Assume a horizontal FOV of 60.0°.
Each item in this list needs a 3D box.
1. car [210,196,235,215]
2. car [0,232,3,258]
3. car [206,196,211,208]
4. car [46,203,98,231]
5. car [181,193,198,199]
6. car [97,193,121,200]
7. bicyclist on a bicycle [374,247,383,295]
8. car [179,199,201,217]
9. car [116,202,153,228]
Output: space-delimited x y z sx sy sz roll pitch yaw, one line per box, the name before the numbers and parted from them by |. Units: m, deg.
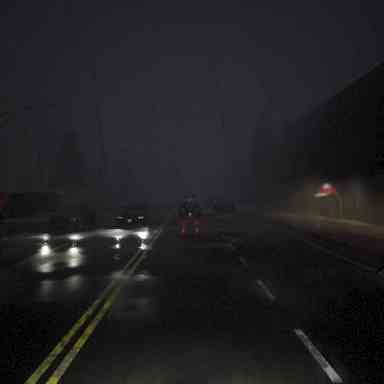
car | 3.229 1.453 33.869 1.882 1.535 5.008 0 0 0
car | -7.173 1.345 8.876 2.097 1.767 4.553 0 0 -1
car | 3.079 1.317 47.291 2.097 1.767 4.553 0 0 0
car | -7.287 1.463 20.589 1.882 1.535 5.008 0 0 0
car | -0.347 1.189 44.445 2.150 2.045 5.566 0 0 0
car | -22.376 1.088 89.537 4.605 1.855 1.932 0 0 -1
bicyclist on a bicycle | 4.681 1.421 7.079 1.656 1.620 0.582 0 0 -1
car | -0.197 1.578 30.362 1.895 1.301 4.718 0 0 -1
car | -3.740 1.491 22.292 1.837 1.490 4.892 0 -1 0
